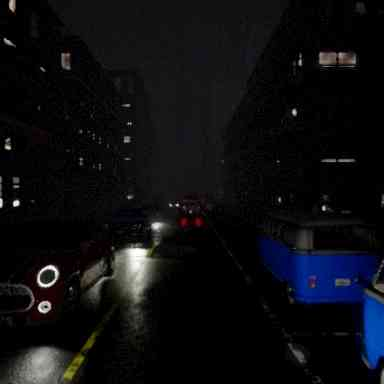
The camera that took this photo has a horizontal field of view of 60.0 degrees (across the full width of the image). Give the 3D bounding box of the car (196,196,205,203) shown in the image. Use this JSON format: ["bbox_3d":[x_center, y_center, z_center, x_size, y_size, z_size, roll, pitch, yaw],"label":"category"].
[{"bbox_3d":[1.856,1.615,74.551,1.882,1.535,5.008,0,0,0],"label":"car"}]

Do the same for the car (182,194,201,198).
[{"bbox_3d":[-0.211,1.307,45.960,2.150,2.045,5.566,0,0,0],"label":"car"}]

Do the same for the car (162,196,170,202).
[{"bbox_3d":[-6.246,1.741,80.495,1.802,1.307,4.206,-1,0,0],"label":"car"}]

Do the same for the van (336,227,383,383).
[{"bbox_3d":[2.670,1.342,2.097,1.690,1.788,3.998,-1,0,0],"label":"van"}]

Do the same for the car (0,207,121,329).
[{"bbox_3d":[-3.141,1.369,7.267,2.097,1.767,4.553,0,0,0],"label":"car"}]

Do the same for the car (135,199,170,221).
[{"bbox_3d":[-3.235,1.603,27.821,2.033,1.411,5.357,0,0,0],"label":"car"}]

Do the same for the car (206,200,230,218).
[{"bbox_3d":[2.481,1.635,30.107,1.802,1.307,4.206,-1,0,0],"label":"car"}]

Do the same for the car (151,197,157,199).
[{"bbox_3d":[-5.943,1.634,41.282,2.008,1.369,4.403,-1,0,0],"label":"car"}]

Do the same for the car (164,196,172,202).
[{"bbox_3d":[-6.284,1.752,86.097,1.802,1.307,4.206,-1,0,0],"label":"car"}]

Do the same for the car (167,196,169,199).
[{"bbox_3d":[-6.138,1.677,63.690,2.008,1.369,4.403,-1,0,0],"label":"car"}]

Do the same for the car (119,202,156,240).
[{"bbox_3d":[-3.208,1.513,17.298,1.882,1.535,5.008,0,0,0],"label":"car"}]

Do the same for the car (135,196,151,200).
[{"bbox_3d":[-5.906,1.513,35.680,1.967,1.590,4.097,-1,0,0],"label":"car"}]

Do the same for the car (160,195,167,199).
[{"bbox_3d":[-6.085,1.431,58.088,2.192,1.841,5.009,-1,0,0],"label":"car"}]

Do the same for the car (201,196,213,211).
[{"bbox_3d":[2.402,1.599,41.481,1.752,1.417,4.829,-1,0,0],"label":"car"}]

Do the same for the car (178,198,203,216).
[{"bbox_3d":[-0.112,1.586,32.660,1.812,1.442,4.674,0,0,0],"label":"car"}]

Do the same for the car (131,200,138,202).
[{"bbox_3d":[-5.866,1.644,30.078,1.802,1.307,4.206,-1,0,0],"label":"car"}]

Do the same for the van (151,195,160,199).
[{"bbox_3d":[-5.985,1.435,46.884,1.690,1.788,3.998,-1,0,0],"label":"van"}]

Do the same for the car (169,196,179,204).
[{"bbox_3d":[-3.454,1.671,65.358,2.033,1.411,5.357,0,0,0],"label":"car"}]

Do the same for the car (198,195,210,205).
[{"bbox_3d":[2.246,1.431,63.719,2.192,1.841,5.009,-1,0,0],"label":"car"}]

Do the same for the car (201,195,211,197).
[{"bbox_3d":[2.323,1.410,52.515,2.192,1.841,5.009,-1,0,0],"label":"car"}]

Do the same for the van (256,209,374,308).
[{"bbox_3d":[2.632,1.352,7.699,1.690,1.788,3.998,-1,0,0],"label":"van"}]
